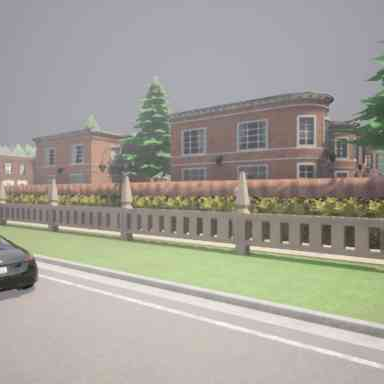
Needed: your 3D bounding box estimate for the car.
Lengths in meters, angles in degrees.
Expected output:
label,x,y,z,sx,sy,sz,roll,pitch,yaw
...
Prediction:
label,x,y,z,sx,sy,sz,roll,pitch,yaw
car,-5.506,1.561,7.877,4.181,1.385,1.994,0,0,36
